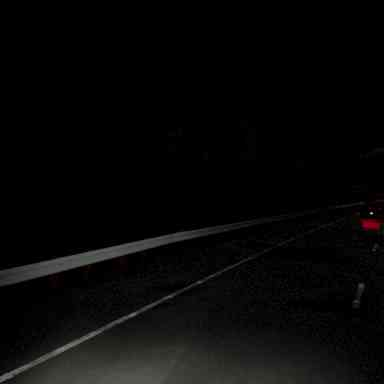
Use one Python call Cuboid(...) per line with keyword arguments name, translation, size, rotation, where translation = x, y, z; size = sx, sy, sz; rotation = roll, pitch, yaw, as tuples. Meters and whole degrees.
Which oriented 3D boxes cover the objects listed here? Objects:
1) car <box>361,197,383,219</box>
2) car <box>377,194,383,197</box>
Cuboid(name="car", translation=(16.239, 1.505, 29.462), size=(1.837, 1.490, 4.892), rotation=(0, 0, 35))
Cuboid(name="car", translation=(22.346, 1.221, 37.961), size=(2.150, 2.045, 5.566), rotation=(0, 0, 36))
